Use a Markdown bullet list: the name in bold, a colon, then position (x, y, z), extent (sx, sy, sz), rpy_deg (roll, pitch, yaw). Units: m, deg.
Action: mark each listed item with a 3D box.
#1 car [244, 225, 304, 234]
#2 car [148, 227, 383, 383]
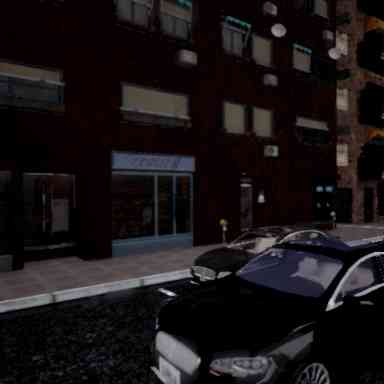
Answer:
- **car**: position (1.999, 1.515, 7.990), extent (4.403, 1.369, 2.008), rpy_deg (0, 0, -36)
- **car**: position (1.773, 1.468, 4.643), extent (4.902, 1.511, 2.128), rpy_deg (0, 0, -36)
